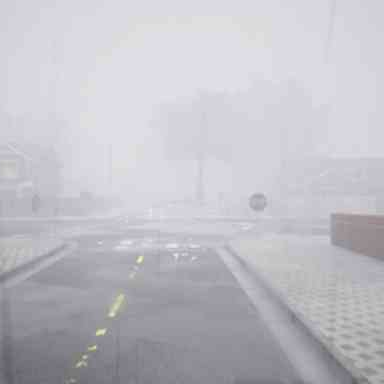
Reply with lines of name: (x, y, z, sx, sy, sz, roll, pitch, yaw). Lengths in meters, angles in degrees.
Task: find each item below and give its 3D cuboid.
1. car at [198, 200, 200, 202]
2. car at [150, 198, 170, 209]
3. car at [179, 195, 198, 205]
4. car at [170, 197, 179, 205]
car: (0.877, 1.446, 74.716, 2.097, 1.767, 4.553, 0, 0, 11)
car: (-4.755, 1.654, 47.517, 1.837, 1.490, 4.892, 0, 0, 2)
car: (-0.590, 1.573, 64.910, 2.097, 1.767, 4.553, 0, 0, 8)
car: (-3.218, 1.689, 66.049, 1.882, 1.535, 5.008, 0, 0, 7)
